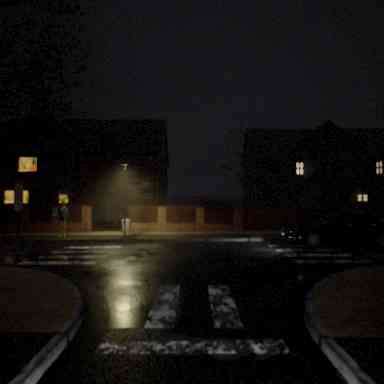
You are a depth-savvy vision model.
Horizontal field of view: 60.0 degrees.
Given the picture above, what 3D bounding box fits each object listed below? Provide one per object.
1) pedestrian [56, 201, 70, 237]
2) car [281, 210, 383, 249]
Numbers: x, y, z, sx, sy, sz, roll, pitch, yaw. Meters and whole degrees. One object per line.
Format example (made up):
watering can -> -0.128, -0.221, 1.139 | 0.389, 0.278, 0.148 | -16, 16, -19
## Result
pedestrian -> -6.691, 1.375, 17.141 | 0.375, 1.860, 0.375 | 0, -1, 1
car -> 6.278, 1.544, 14.038 | 4.892, 1.490, 1.837 | 0, -1, 1
